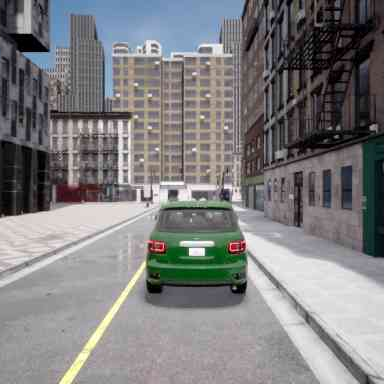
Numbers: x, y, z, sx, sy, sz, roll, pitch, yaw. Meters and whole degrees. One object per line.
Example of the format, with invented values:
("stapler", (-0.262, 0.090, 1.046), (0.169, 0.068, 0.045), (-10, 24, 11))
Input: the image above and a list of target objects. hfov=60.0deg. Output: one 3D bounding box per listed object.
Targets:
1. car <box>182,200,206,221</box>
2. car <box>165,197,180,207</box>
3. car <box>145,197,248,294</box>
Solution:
("car", (0.178, 1.488, 28.135), (1.837, 1.490, 4.892), (0, 0, 0))
("car", (-2.875, 1.455, 49.812), (1.837, 1.490, 4.892), (0, 0, 1))
("car", (0.118, 1.220, 8.955), (2.150, 2.045, 5.566), (0, 0, 1))
